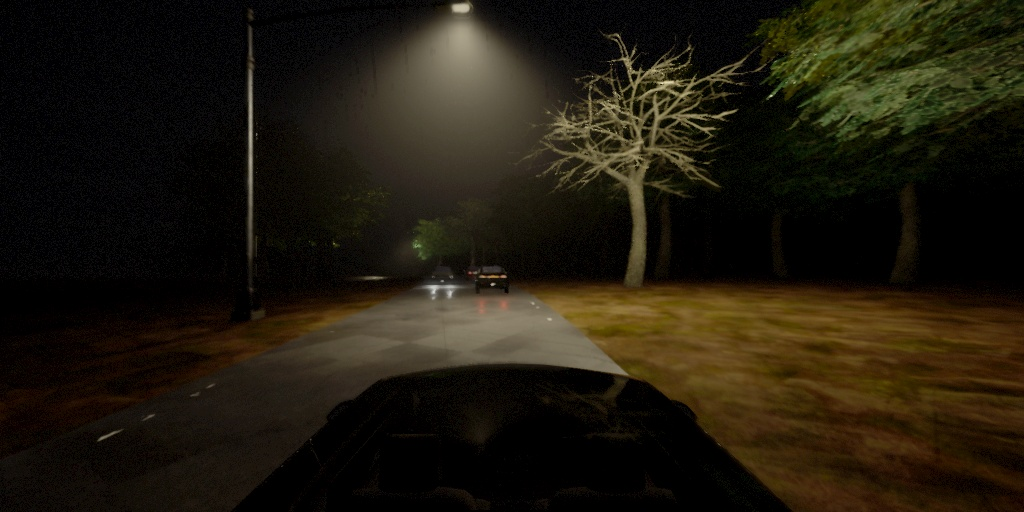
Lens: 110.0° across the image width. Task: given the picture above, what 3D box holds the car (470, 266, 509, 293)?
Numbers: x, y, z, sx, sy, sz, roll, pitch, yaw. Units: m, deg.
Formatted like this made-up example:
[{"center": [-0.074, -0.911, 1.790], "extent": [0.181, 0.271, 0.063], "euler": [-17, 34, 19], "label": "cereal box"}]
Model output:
[{"center": [-1.264, 1.327, 21.281], "extent": [2.128, 1.511, 4.902], "euler": [0, -1, -6], "label": "car"}]

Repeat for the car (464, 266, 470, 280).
[{"center": [-3.982, 1.765, 37.458], "extent": [2.033, 1.411, 5.357], "euler": [0, -2, -12], "label": "car"}]

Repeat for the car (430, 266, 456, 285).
[{"center": [-5.575, 1.539, 29.040], "extent": [2.033, 1.411, 5.357], "euler": [1, -2, -10], "label": "car"}]
